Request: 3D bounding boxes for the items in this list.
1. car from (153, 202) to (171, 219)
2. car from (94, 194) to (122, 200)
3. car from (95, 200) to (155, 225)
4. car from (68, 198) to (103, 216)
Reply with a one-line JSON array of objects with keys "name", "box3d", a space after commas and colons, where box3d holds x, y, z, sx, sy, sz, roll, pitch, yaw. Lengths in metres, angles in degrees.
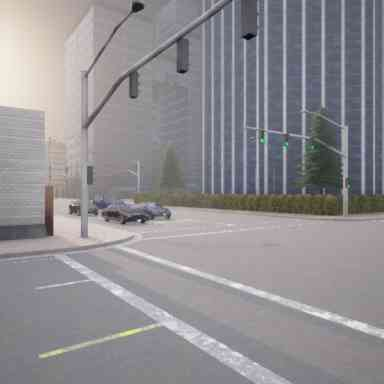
[{"name": "car", "box3d": [-3.626, 1.581, 29.119, 1.812, 1.442, 4.674, 0, 0, -36]}, {"name": "car", "box3d": [-9.295, 1.277, 36.986, 2.150, 2.045, 5.566, 0, 0, -36]}, {"name": "car", "box3d": [-5.218, 1.603, 25.304, 2.033, 1.411, 5.357, 0, 0, -36]}, {"name": "car", "box3d": [-10.894, 1.560, 33.209, 1.837, 1.490, 4.892, 0, 0, -36]}]
